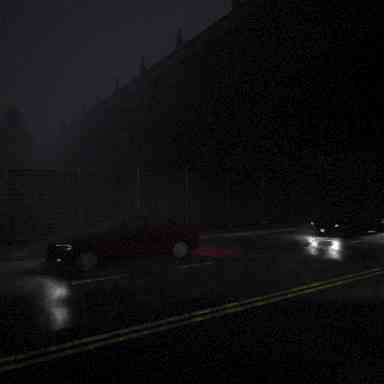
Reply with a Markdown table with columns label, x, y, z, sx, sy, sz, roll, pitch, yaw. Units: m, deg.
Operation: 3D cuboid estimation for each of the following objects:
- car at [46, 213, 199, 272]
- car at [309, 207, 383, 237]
| label | x | y | z | sx | sy | sz | roll | pitch | yaw |
| --- | --- | --- | --- | --- | --- | --- | --- | --- | --- |
| car | -2.107 | 1.477 | 10.970 | 5.008 | 1.535 | 1.882 | 0 | 0 | -33 |
| car | 8.754 | 1.547 | 18.138 | 5.357 | 1.411 | 2.033 | 0 | 0 | -34 |
